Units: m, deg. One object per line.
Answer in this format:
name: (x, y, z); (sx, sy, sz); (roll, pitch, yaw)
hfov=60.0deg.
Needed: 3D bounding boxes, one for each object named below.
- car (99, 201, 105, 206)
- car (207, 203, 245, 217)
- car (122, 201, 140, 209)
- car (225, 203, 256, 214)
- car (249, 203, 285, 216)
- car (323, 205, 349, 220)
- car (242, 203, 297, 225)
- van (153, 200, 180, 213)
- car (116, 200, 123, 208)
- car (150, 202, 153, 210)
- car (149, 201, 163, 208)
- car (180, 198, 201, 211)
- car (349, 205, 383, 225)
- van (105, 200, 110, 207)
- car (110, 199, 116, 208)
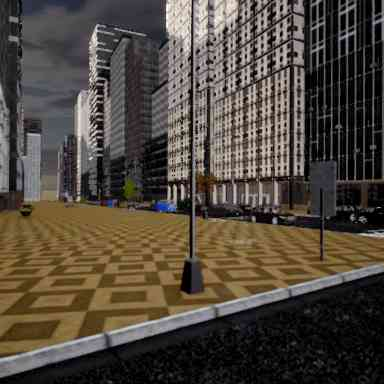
car: (-23.087, 3.036, 86.798); (1.887, 1.381, 4.507); (-1, -1, -26)
car: (3.620, 2.010, 37.407); (2.033, 1.411, 5.357); (0, -1, -26)
car: (-10.873, 2.510, 61.469); (2.008, 1.369, 4.403); (-1, -1, -26)
car: (6.447, 2.151, 44.845); (1.947, 1.339, 4.313); (-1, -1, -26)
car: (8.890, 2.051, 39.779); (1.947, 1.339, 4.313); (-1, -1, -26)
car: (13.776, 1.838, 29.646); (2.008, 1.369, 4.403); (-1, -1, -26)
car: (6.228, 1.802, 26.006); (2.008, 1.369, 4.403); (-1, -1, -26)
van: (-3.548, 1.992, 46.274); (1.690, 1.788, 3.998); (-1, -1, -26)
car: (-13.243, 2.587, 66.383); (1.752, 1.417, 4.829); (-1, -1, -26)
car: (-5.648, 2.399, 56.851); (2.033, 1.411, 5.357); (0, -1, -26)
car: (-8.210, 2.788, 75.240); (1.802, 1.307, 4.206); (-1, -1, -26)
car: (-0.519, 1.986, 53.204); (2.150, 2.045, 5.566); (0, -1, -24)
car: (13.913, 1.680, 23.353); (1.837, 1.490, 4.892); (1, -2, -23)
van: (-18.205, 2.618, 76.669); (1.690, 1.788, 3.998); (-1, -1, -26)
car: (-15.759, 2.715, 71.601); (1.887, 1.381, 4.507); (-1, -1, -26)
